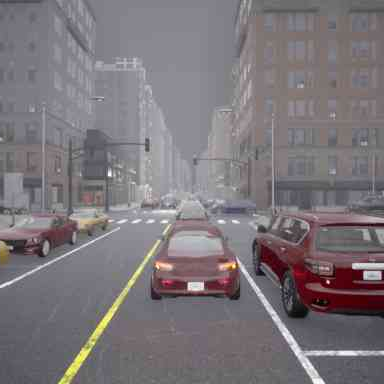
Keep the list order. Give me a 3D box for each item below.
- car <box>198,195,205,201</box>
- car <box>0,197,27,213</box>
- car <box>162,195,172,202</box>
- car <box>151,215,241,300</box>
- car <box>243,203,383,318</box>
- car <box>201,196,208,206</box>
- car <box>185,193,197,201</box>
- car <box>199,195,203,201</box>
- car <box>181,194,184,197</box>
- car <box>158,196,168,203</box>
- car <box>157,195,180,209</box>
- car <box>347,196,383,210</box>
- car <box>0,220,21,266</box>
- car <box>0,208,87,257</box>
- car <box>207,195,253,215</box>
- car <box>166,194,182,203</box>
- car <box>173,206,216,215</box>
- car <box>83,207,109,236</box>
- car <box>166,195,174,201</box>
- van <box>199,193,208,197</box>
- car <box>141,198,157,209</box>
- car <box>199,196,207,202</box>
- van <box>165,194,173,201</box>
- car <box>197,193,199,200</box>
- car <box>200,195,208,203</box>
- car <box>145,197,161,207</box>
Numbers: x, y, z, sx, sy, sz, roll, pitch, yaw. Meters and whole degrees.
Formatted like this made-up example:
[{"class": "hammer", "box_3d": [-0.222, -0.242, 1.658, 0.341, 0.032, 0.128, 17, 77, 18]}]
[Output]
[{"class": "car", "box_3d": [2.573, 1.599, 90.970, 1.947, 1.339, 4.313, 1, 0, 0]}, {"class": "car", "box_3d": [-17.294, 1.198, 29.740, 4.553, 1.767, 2.097, 1, -1, 0]}, {"class": "car", "box_3d": [-5.938, 1.466, 79.620, 1.967, 1.590, 4.097, 1, 0, 0]}, {"class": "car", "box_3d": [0.076, 1.528, 8.268, 1.812, 1.442, 4.674, 0, 0, 0]}, {"class": "car", "box_3d": [2.670, 1.317, 7.315, 2.192, 1.841, 5.009, 1, 0, 0]}, {"class": "car", "box_3d": [2.625, 1.593, 45.583, 1.802, 1.307, 4.206, 1, 0, 0]}, {"class": "car", "box_3d": [-0.091, 1.568, 81.981, 2.033, 1.411, 5.357, 0, 0, 0]}, {"class": "car", "box_3d": [2.612, 1.596, 56.930, 1.802, 1.307, 4.206, 1, 0, 0]}, {"class": "car", "box_3d": [-3.105, 1.566, 65.774, 2.033, 1.411, 5.357, 0, 0, 1]}, {"class": "car", "box_3d": [-5.927, 1.601, 68.274, 1.802, 1.307, 4.206, 1, 0, 0]}, {"class": "car", "box_3d": [-3.135, 1.502, 45.495, 2.128, 1.511, 4.902, 0, 0, 1]}, {"class": "car", "box_3d": [18.100, 1.411, 32.782, 5.566, 2.045, 2.150, 1, -1, 0]}, {"class": "car", "box_3d": [-5.857, 1.527, 7.144, 1.752, 1.417, 4.829, 1, 0, 0]}, {"class": "car", "box_3d": [-5.864, 1.547, 12.938, 1.887, 1.381, 4.507, 1, 0, 0]}, {"class": "car", "box_3d": [4.063, 1.419, 32.843, 4.553, 1.767, 2.097, 0, -1, 0]}, {"class": "car", "box_3d": [-3.151, 1.561, 55.346, 2.033, 1.411, 5.357, 0, 0, 0]}, {"class": "car", "box_3d": [0.043, 1.605, 17.446, 1.895, 1.301, 4.718, 0, 0, 0]}, {"class": "car", "box_3d": [-5.870, 1.529, 18.393, 1.752, 1.417, 4.829, 1, 0, 0]}, {"class": "car", "box_3d": [-5.952, 1.615, 90.965, 1.802, 1.307, 4.206, 1, 0, 0]}, {"class": "van", "box_3d": [2.608, 1.358, 62.604, 1.690, 1.788, 3.998, 1, 0, 0]}, {"class": "car", "box_3d": [-5.901, 1.555, 45.583, 1.887, 1.381, 4.507, 1, 0, 0]}, {"class": "car", "box_3d": [2.586, 1.608, 79.623, 1.802, 1.307, 4.206, 1, 0, 0]}, {"class": "van", "box_3d": [-5.944, 1.370, 85.293, 1.690, 1.788, 3.998, 1, 0, 0]}, {"class": "car", "box_3d": [2.602, 1.335, 68.277, 2.192, 1.841, 5.009, 1, 0, 0]}, {"class": "car", "box_3d": [2.618, 1.594, 51.257, 1.802, 1.307, 4.206, 1, 0, 0]}, {"class": "car", "box_3d": [-5.907, 1.557, 51.256, 1.887, 1.381, 4.507, 1, 0, 0]}]
